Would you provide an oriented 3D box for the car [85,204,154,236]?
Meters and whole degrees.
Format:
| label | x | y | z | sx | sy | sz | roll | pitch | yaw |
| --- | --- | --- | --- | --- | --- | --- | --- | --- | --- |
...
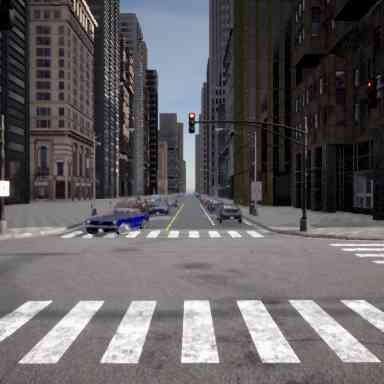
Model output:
| label | x | y | z | sx | sy | sz | roll | pitch | yaw |
| --- | --- | --- | --- | --- | --- | --- | --- | --- | --- |
| car | -4.001 | 1.601 | 18.600 | 1.895 | 1.301 | 4.718 | 0 | 0 | 13 |

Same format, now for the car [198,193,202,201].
| label | x | y | z | sx | sy | sz | roll | pitch | yaw |
| --- | --- | --- | --- | --- | --- | --- | --- | --- | --- |
| car | 2.745 | 1.456 | 64.635 | 1.967 | 1.590 | 4.097 | 0 | 0 | 0 |

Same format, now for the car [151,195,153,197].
| label | x | y | z | sx | sy | sz | roll | pitch | yaw |
| --- | --- | --- | --- | --- | --- | --- | --- | --- | --- |
| car | -5.774 | 1.444 | 36.421 | 1.967 | 1.590 | 4.097 | 0 | 0 | 0 |

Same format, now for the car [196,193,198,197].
| label | x | y | z | sx | sy | sz | roll | pitch | yaw |
| --- | --- | --- | --- | --- | --- | --- | --- | --- | --- |
| car | 2.740 | 1.560 | 87.367 | 1.752 | 1.417 | 4.829 | 0 | 0 | 0 |

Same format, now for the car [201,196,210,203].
| label | x | y | z | sx | sy | sz | roll | pitch | yaw |
| --- | --- | --- | --- | --- | --- | --- | --- | --- | --- |
| car | 2.744 | 1.545 | 70.445 | 1.752 | 1.417 | 4.829 | 0 | 0 | 0 |

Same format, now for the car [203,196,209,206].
| label | x | y | z | sx | sy | sz | roll | pitch | yaw |
| --- | --- | --- | --- | --- | --- | --- | --- | --- | --- |
| car | 2.751 | 1.550 | 42.072 | 1.887 | 1.381 | 4.507 | 0 | 0 | 0 |

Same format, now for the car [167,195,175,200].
| label | x | y | z | sx | sy | sz | roll | pitch | yaw |
| --- | --- | --- | --- | --- | --- | --- | --- | --- | --- |
| car | -5.787 | 1.566 | 92.658 | 1.752 | 1.417 | 4.829 | 0 | 0 | 0 |

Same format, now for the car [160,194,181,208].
| label | x | y | z | sx | sy | sz | roll | pitch | yaw |
| --- | --- | --- | --- | --- | --- | --- | --- | --- | --- |
| car | -3.068 | 1.499 | 48.092 | 2.128 | 1.511 | 4.902 | 0 | 0 | 0 |

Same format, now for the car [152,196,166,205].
| label | x | y | z | sx | sy | sz | roll | pitch | yaw |
| --- | --- | --- | --- | --- | --- | --- | --- | --- | --- |
| car | -5.779 | 1.452 | 58.983 | 1.967 | 1.590 | 4.097 | 0 | 0 | 0 |

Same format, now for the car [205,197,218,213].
| label | x | y | z | sx | sy | sz | roll | pitch | yaw |
| --- | --- | --- | --- | --- | --- | --- | --- | --- | --- |
| car | 2.752 | 1.554 | 36.432 | 2.008 | 1.369 | 4.403 | 0 | 0 | 0 |

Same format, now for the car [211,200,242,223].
| label | x | y | z | sx | sy | sz | roll | pitch | yaw |
| --- | --- | --- | --- | --- | --- | --- | --- | --- | --- |
| car | 2.754 | 1.552 | 25.150 | 2.008 | 1.369 | 4.403 | 0 | 0 | 0 |

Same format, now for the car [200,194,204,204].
| label | x | y | z | sx | sy | sz | roll | pitch | yaw |
| --- | --- | --- | --- | --- | --- | --- | --- | --- | --- |
| car | 2.748 | 1.449 | 53.354 | 1.967 | 1.590 | 4.097 | 0 | 0 | 0 |

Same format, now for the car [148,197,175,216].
| label | x | y | z | sx | sy | sz | roll | pitch | yaw |
| --- | --- | --- | --- | --- | --- | --- | --- | --- | --- |
| car | -3.104 | 1.549 | 33.049 | 2.033 | 1.411 | 5.357 | 0 | 0 | 0 |

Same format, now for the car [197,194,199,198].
| label | x | y | z | sx | sy | sz | roll | pitch | yaw |
| --- | --- | --- | --- | --- | --- | --- | --- | --- | --- |
| car | 2.743 | 1.569 | 75.915 | 1.887 | 1.381 | 4.507 | 0 | 0 | 0 |

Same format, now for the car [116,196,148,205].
| label | x | y | z | sx | sy | sz | roll | pitch | yaw |
| --- | --- | --- | --- | --- | --- | --- | --- | --- | --- |
| car | -5.772 | 1.317 | 30.780 | 2.192 | 1.841 | 5.009 | 0 | 0 | 0 |

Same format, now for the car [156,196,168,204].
| label | x | y | z | sx | sy | sz | roll | pitch | yaw |
| --- | --- | --- | --- | --- | --- | --- | --- | --- | --- |
| car | -5.780 | 1.541 | 64.454 | 1.752 | 1.417 | 4.829 | 0 | 0 | 0 |
